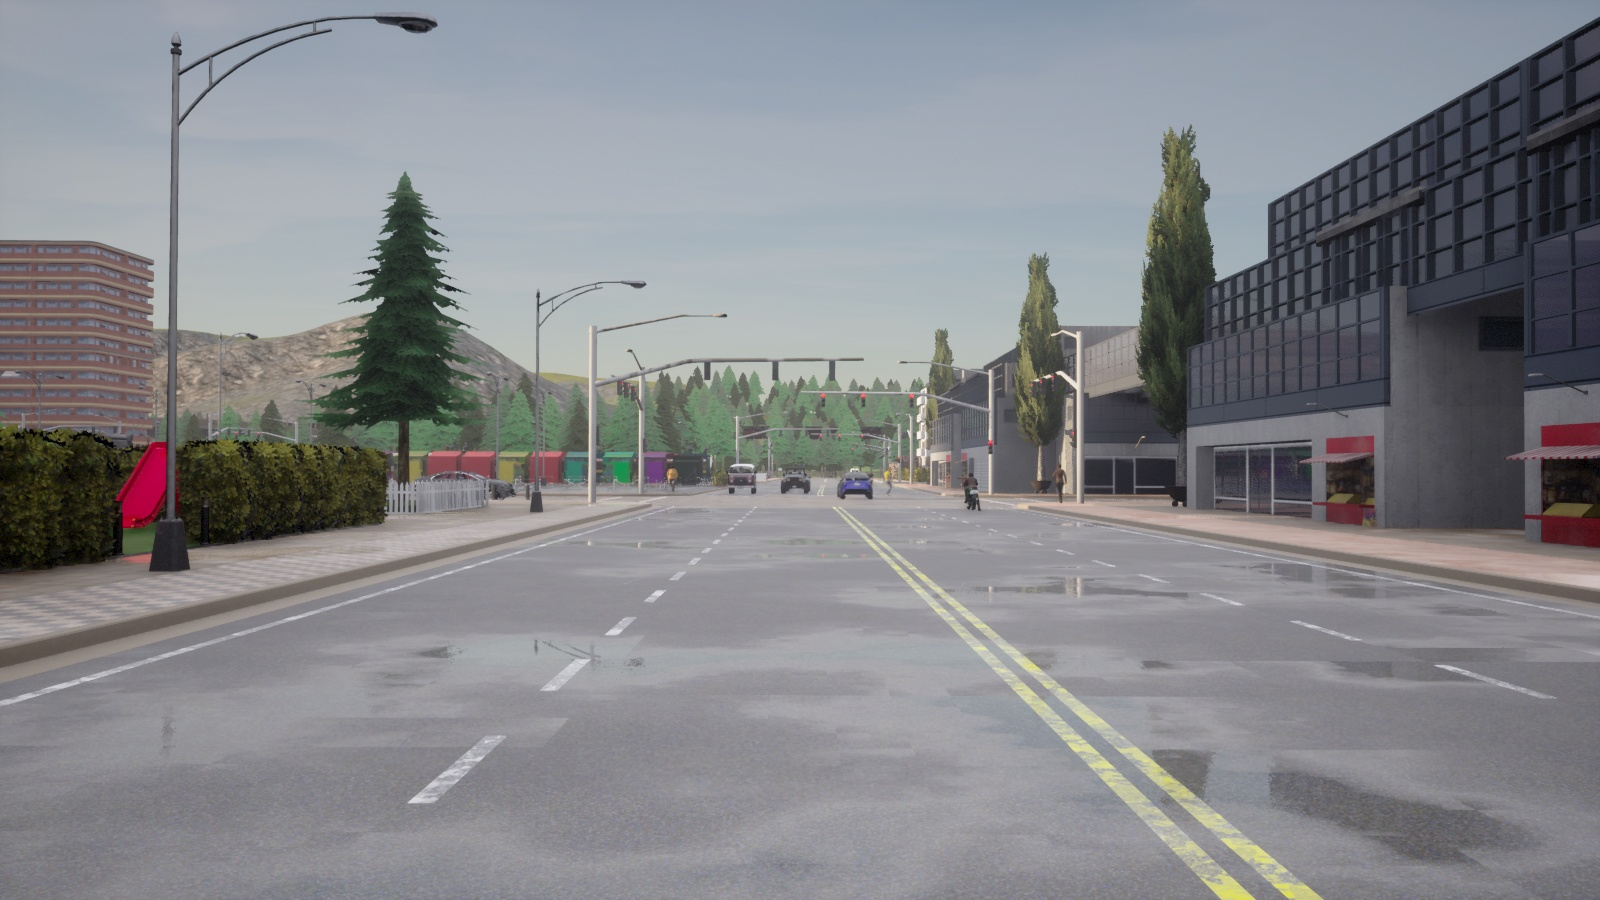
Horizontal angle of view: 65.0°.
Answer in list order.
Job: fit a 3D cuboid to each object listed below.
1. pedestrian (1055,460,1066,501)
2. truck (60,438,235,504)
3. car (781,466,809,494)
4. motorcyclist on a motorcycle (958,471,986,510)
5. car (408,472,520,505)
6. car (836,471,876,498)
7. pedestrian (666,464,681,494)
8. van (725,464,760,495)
[{"bbox_3d":[11.826,1.382,57.070,0.328,1.805,0.869,0,-1,3],"label":"pedestrian"},{"bbox_3d":[-35.192,1.111,67.919,7.936,3.462,2.891,0,-1,0],"label":"truck"},{"bbox_3d":[-0.334,2.079,87.593,1.905,1.878,3.866,0,-1,1],"label":"car"},{"bbox_3d":[6.870,1.612,50.285,0.797,1.523,2.044,0,-1,0],"label":"motorcyclist on a motorcycle"},{"bbox_3d":[-16.275,1.858,61.007,4.902,1.511,2.128,0,-1,0],"label":"car"},{"bbox_3d":[3.141,1.948,71.609,2.007,1.525,4.514,0,-1,-1],"label":"car"},{"bbox_3d":[-8.038,1.839,79.609,0.874,1.855,0.900,0,-1,0],"label":"pedestrian"},{"bbox_3d":[-3.870,1.979,85.083,2.069,2.038,4.480,0,-1,1],"label":"van"}]
